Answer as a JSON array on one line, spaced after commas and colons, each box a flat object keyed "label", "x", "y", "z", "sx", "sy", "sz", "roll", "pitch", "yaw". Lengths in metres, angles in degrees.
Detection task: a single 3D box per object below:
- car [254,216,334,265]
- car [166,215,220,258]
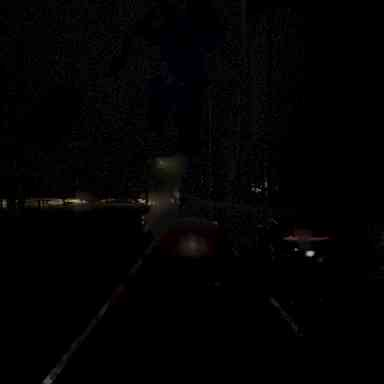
[{"label": "car", "x": 3.541, "y": 1.650, "z": 12.336, "sx": 2.128, "sy": 1.511, "sz": 4.902, "roll": 0, "pitch": -1, "yaw": 1}, {"label": "car", "x": 0.052, "y": 1.651, "z": 13.509, "sx": 1.882, "sy": 1.535, "sz": 5.008, "roll": 0, "pitch": 0, "yaw": 0}]
